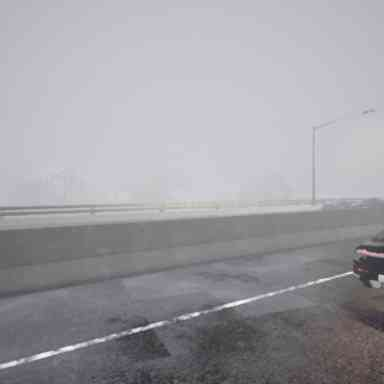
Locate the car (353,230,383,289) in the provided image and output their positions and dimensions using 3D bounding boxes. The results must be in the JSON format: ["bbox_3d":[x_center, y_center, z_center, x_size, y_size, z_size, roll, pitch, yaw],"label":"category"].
[{"bbox_3d":[5.714,1.452,7.775,4.902,1.511,2.128,0,0,-35],"label":"car"}]

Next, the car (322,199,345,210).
[{"bbox_3d":[16.186,1.442,36.562,4.181,1.385,1.994,0,0,-34],"label":"car"}]

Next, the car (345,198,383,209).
[{"bbox_3d":[18.020,1.356,33.579,5.008,1.535,1.882,0,0,-34],"label":"car"}]
